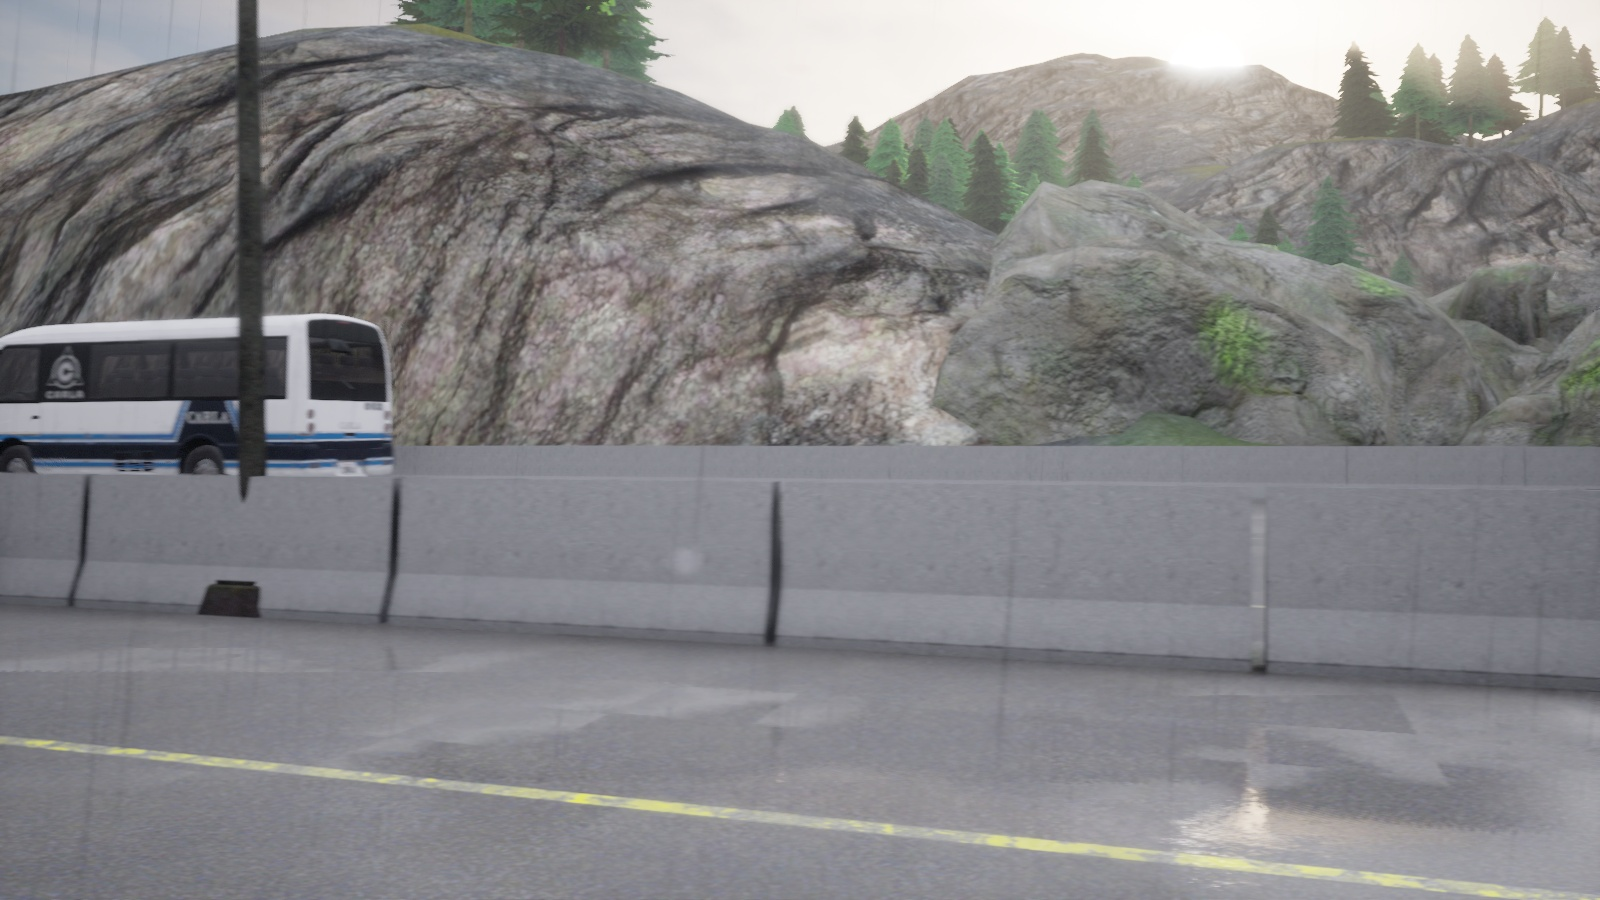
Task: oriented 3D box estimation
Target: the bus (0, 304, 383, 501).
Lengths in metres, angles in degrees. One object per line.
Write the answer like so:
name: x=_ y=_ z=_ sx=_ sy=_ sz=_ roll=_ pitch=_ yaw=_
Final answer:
bus: x=-15.734 y=-1.100 z=30.621 sx=10.273 sy=4.253 sz=3.944 roll=1 pitch=1 yaw=19
